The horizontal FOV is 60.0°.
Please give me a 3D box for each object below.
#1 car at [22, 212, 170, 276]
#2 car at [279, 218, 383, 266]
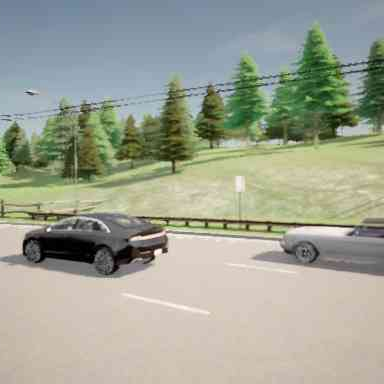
[{"bbox_3d":[-2.983,1.365,9.868,4.902,1.511,2.128,0,1,30],"label":"car"},{"bbox_3d":[4.916,1.370,9.172,4.718,1.301,1.895,0,1,34],"label":"car"}]
